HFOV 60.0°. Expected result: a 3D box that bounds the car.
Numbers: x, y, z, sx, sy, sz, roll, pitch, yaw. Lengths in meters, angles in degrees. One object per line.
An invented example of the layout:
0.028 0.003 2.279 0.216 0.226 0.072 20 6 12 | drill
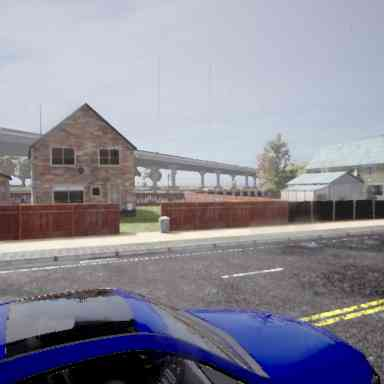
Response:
-0.614 1.526 2.449 4.674 1.442 1.812 0 0 -27 | car
